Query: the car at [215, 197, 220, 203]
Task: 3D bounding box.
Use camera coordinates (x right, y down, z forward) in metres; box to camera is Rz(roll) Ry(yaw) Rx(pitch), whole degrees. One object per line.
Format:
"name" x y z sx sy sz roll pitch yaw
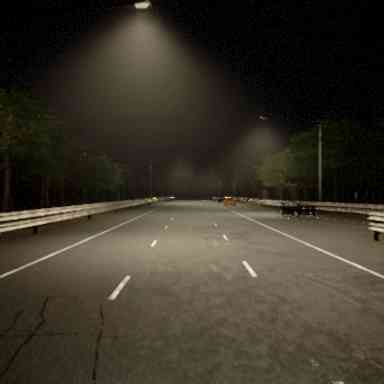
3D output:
"car" 7.012 1.933 78.600 1.837 1.490 4.892 0 0 0

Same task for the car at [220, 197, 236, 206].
"car" 6.827 1.796 60.964 1.882 1.535 5.008 0 0 1

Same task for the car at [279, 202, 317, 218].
"car" 10.278 1.703 32.688 2.128 1.511 4.902 0 0 -13
